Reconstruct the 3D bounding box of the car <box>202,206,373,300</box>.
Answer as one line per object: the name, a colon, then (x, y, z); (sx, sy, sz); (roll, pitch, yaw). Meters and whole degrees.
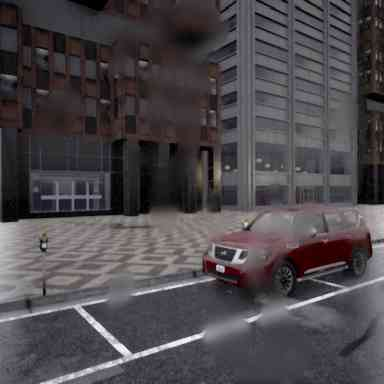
car: (2.650, 1.313, 8.540); (5.009, 1.841, 2.192); (0, 0, -35)
